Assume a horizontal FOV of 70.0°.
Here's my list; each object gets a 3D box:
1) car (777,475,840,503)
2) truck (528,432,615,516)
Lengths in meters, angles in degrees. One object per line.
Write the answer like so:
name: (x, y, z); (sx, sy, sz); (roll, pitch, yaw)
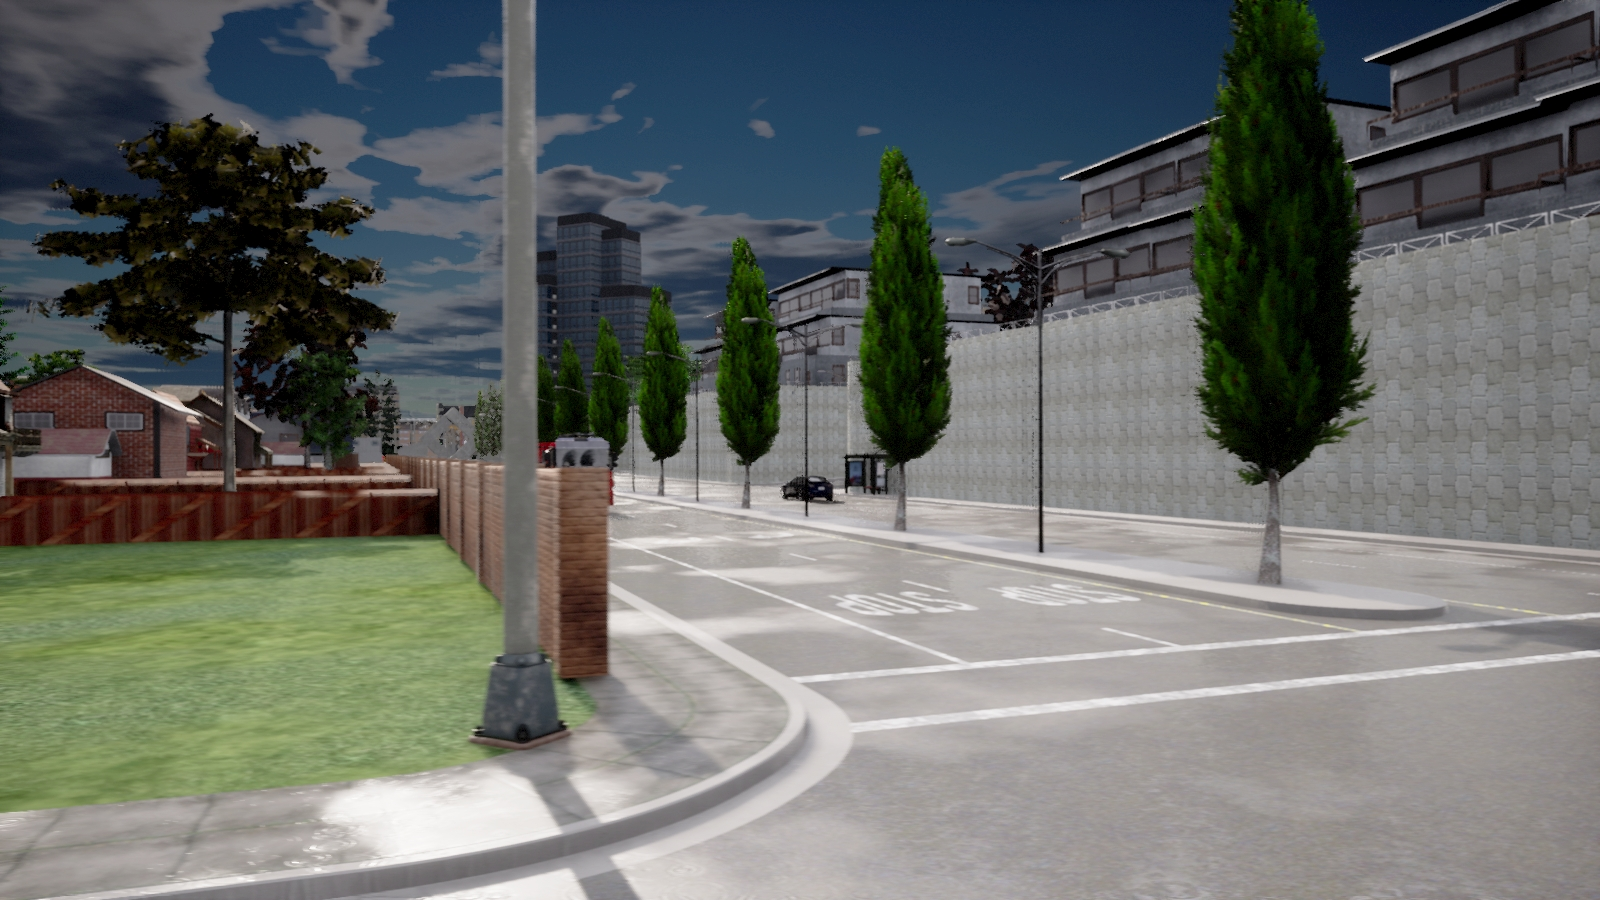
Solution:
car: (0.430, 2.257, 67.598); (2.163, 1.488, 4.792); (0, 0, -21)
truck: (-11.414, 1.086, 56.423); (2.891, 3.827, 8.468); (0, 0, -21)
